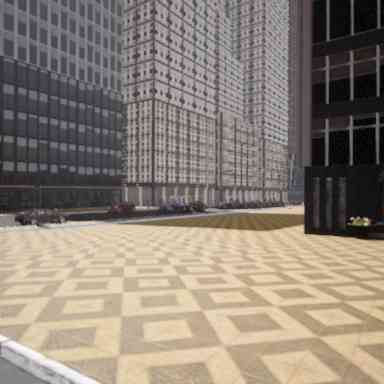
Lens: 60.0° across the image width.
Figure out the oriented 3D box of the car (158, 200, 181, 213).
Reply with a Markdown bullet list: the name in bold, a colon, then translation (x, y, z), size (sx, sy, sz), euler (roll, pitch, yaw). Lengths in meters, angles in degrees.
- **car**: translation (-2.523, 2.266, 47.539), size (2.033, 1.411, 5.357), euler (0, 0, 35)

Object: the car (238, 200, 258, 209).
- **car**: translation (9.821, 2.479, 60.616), size (1.947, 1.339, 4.313), euler (0, -1, 35)

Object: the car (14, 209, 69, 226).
- **car**: translation (-12.598, 2.071, 28.101), size (2.008, 1.369, 4.403), euler (0, -1, 35)

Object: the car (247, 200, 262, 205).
- **car**: translation (15.807, 2.641, 83.934), size (1.947, 1.339, 4.313), euler (0, -1, 35)

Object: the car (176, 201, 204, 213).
- **car**: translation (0.167, 2.312, 46.712), size (1.947, 1.339, 4.313), euler (0, -1, 35)

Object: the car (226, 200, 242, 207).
- **car**: translation (9.373, 2.547, 74.666), size (1.802, 1.307, 4.206), euler (0, -1, 35)

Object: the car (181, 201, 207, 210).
- **car**: translation (0.400, 2.304, 57.018), size (1.837, 1.490, 4.892), euler (1, -1, 35)

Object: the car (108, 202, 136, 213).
- **car**: translation (-9.929, 2.070, 46.865), size (1.967, 1.590, 4.097), euler (0, -1, 35)

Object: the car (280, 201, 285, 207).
- **car**: translation (19.474, 2.646, 74.521), size (1.947, 1.339, 4.313), euler (0, -1, 35)

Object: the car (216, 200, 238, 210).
- **car**: translation (5.962, 2.430, 59.762), size (1.994, 1.385, 4.181), euler (0, 0, 35)

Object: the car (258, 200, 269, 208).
- **car**: translation (13.038, 2.551, 65.251), size (1.802, 1.307, 4.206), euler (0, -1, 35)

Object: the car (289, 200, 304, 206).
- **car**: translation (26.359, 2.725, 85.016), size (1.812, 1.442, 4.674), euler (0, 0, 35)

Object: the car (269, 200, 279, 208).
- **car**: translation (16.257, 2.464, 69.887), size (1.967, 1.590, 4.097), euler (0, -1, 35)
